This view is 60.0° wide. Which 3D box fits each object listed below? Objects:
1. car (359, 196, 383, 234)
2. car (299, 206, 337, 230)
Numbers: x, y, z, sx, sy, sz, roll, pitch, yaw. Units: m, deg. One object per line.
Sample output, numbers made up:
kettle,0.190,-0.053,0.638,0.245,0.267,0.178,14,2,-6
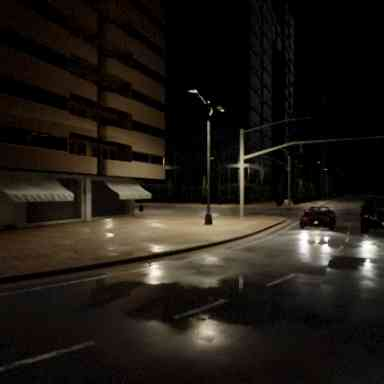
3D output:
car,11.050,1.278,19.353,2.150,2.045,5.566,0,0,26
car,8.199,1.634,21.463,1.994,1.385,4.181,0,0,26
